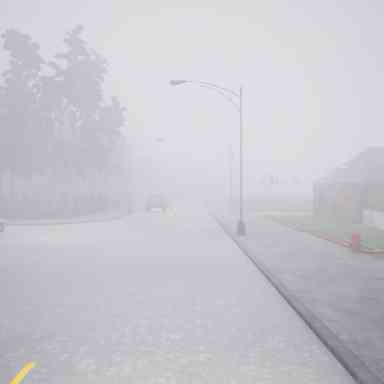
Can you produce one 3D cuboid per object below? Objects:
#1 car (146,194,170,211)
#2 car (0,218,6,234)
[{"bbox_3d":[-4.227,1.221,40.326,2.150,2.045,5.566,0,0,0],"label":"car"},{"bbox_3d":[-11.698,1.478,16.055,5.008,1.535,1.882,0,0,-1],"label":"car"}]
